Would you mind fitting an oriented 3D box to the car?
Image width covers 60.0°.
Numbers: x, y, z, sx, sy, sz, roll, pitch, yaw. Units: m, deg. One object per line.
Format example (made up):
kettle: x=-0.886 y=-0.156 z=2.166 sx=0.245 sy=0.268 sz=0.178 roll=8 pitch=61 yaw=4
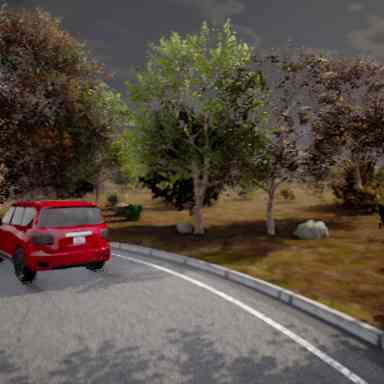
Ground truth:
car: x=-4.533 y=1.273 z=10.184 sx=2.150 sy=2.045 sz=5.566 roll=0 pitch=0 yaw=-41
